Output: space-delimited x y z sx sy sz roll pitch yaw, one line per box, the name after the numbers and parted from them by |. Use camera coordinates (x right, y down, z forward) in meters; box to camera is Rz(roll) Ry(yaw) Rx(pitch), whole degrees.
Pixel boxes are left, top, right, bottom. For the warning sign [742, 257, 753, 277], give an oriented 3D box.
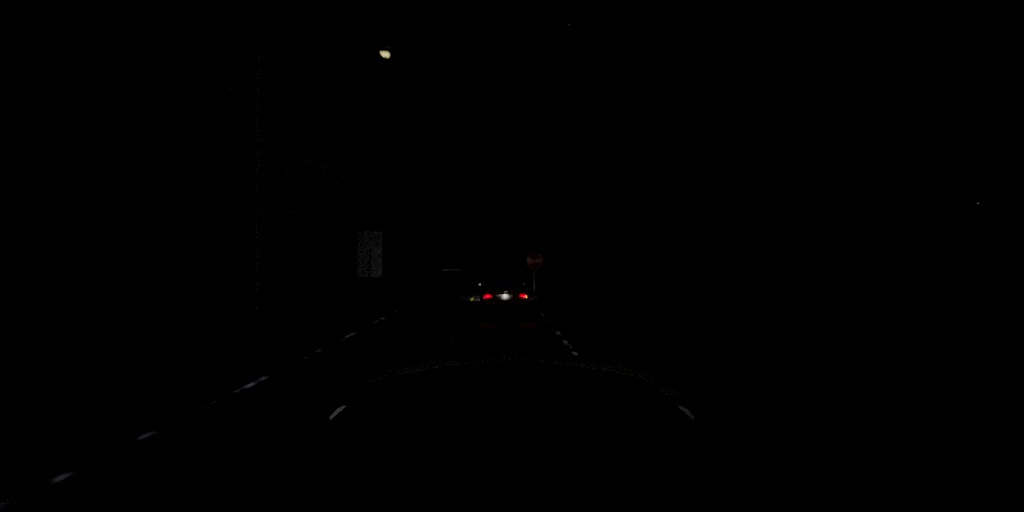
21.279 1.027 32.313 1.060 1.860 1.300 0 0 -8 | warning sign

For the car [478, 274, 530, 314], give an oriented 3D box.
-0.377 1.435 14.489 2.033 1.411 5.357 0 -1 -4 | car

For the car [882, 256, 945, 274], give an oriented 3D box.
47.799 1.018 42.789 5.566 2.045 2.150 0 0 -6 | car
